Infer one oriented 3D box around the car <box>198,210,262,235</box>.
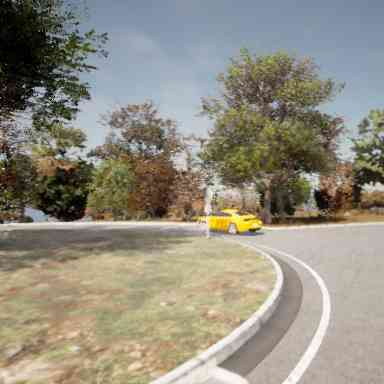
[{"bbox_3d":[2.442,1.973,22.665,1.882,1.535,5.008,1,-2,-37],"label":"car"}]
